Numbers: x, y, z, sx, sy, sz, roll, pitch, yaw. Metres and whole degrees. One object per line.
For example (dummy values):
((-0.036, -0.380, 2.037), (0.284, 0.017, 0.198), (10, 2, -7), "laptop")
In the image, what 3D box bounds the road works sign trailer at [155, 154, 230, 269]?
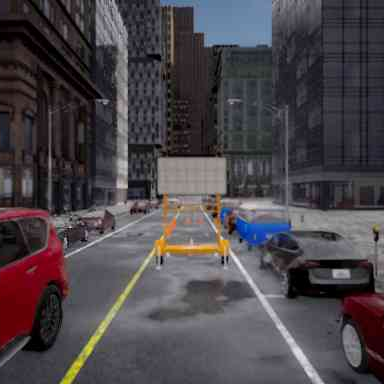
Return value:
((0.002, 0.521, 11.328), (2.380, 3.560, 2.880), (0, 0, 0), "road works sign trailer")

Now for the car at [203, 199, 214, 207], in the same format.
((2.856, 1.857, 59.269), (1.802, 1.307, 4.206), (0, 0, 0), "car")

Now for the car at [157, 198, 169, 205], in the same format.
((-5.669, 1.861, 64.918), (1.947, 1.339, 4.313), (0, 0, 0), "car")

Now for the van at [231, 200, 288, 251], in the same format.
((2.851, 1.411, 14.081), (1.690, 1.788, 3.998), (0, 0, 0), "van")

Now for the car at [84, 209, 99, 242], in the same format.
((-5.672, 1.621, 14.077), (2.008, 1.369, 4.403), (0, 0, 0), "car")

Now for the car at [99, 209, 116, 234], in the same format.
((-5.672, 1.680, 19.725), (1.802, 1.307, 4.206), (0, 0, 0), "car")

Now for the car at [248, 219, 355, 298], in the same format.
((2.853, 1.608, 8.431), (1.947, 1.339, 4.313), (0, 0, 0), "car")

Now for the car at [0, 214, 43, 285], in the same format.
((-5.673, 1.482, 8.429), (1.967, 1.590, 4.097), (0, 0, 0), "car")

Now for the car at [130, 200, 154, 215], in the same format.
((-5.671, 1.726, 36.672), (1.887, 1.381, 4.507), (0, 0, 0), "car")

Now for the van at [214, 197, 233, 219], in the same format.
((2.852, 1.468, 25.377), (1.690, 1.788, 3.998), (0, 0, 0), "van")

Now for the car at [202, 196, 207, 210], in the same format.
((2.853, 1.522, 42.324), (2.192, 1.841, 5.009), (0, 0, 0), "car")

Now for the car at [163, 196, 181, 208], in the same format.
((-3.004, 1.474, 53.378), (2.150, 2.045, 5.566), (0, 0, 0), "car")

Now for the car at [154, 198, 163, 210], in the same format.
((-5.670, 1.813, 47.970), (1.802, 1.307, 4.206), (0, 0, 0), "car")

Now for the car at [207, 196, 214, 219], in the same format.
((2.852, 1.470, 31.026), (2.192, 1.841, 5.009), (0, 0, 0), "car")

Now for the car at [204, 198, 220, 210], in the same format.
((2.854, 1.671, 47.972), (1.967, 1.590, 4.097), (0, 0, 0), "car")

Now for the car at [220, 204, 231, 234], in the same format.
((2.853, 1.643, 19.728), (1.887, 1.381, 4.507), (0, 0, 0), "car")

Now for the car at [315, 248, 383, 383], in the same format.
((2.852, 1.559, 2.783), (1.887, 1.381, 4.507), (0, 0, 0), "car")

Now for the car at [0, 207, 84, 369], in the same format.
((-3.099, 1.238, 3.289), (2.150, 2.045, 5.566), (0, 0, 0), "car")

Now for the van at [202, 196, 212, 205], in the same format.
((2.855, 1.636, 64.919), (1.690, 1.788, 3.998), (0, 0, 0), "van")
